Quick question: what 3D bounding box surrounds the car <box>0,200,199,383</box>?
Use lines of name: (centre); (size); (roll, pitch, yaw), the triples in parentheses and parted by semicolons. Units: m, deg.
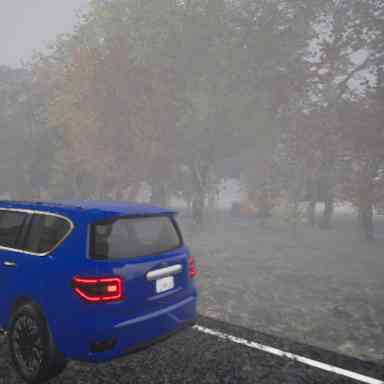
car: (-2.495, 1.142, 5.569); (5.566, 2.045, 2.150); (2, -1, 36)
